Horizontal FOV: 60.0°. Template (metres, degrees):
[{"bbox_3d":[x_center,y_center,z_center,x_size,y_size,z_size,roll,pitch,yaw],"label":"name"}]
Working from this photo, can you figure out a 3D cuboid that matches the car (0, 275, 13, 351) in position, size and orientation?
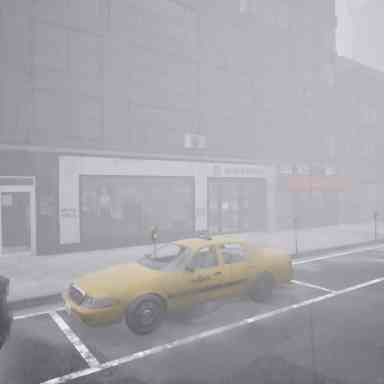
[{"bbox_3d":[-4.343,1.566,3.566,4.313,1.339,1.947,0,-1,-35],"label":"car"}]

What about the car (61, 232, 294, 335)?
[{"bbox_3d":[0.004,1.524,6.660,4.829,1.417,1.752,0,-1,-35],"label":"car"}]
